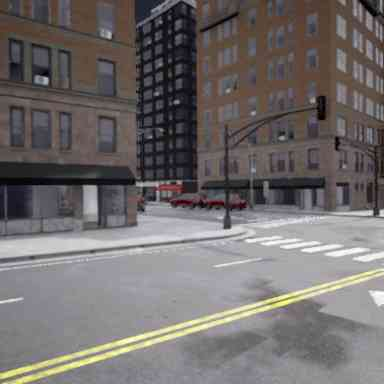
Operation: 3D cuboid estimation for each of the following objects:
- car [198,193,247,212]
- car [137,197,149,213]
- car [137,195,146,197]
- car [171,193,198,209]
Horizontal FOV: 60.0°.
[{"bbox_3d":[3.496,1.086,35.391,2.192,1.841,5.009,0,1,-44],"label":"car"},{"bbox_3d":[-6.456,1.416,33.416,1.947,1.339,4.313,0,1,-44],"label":"car"},{"bbox_3d":[-7.998,1.082,47.263,1.967,1.590,4.097,0,1,-44],"label":"car"},{"bbox_3d":[-0.335,1.044,39.348,2.192,1.841,5.009,0,1,-44],"label":"car"}]
